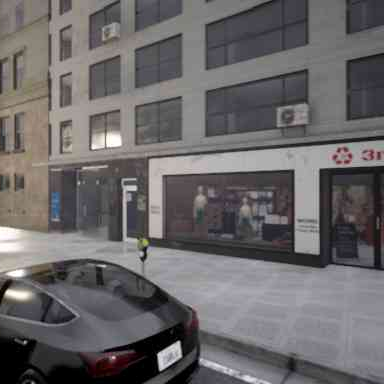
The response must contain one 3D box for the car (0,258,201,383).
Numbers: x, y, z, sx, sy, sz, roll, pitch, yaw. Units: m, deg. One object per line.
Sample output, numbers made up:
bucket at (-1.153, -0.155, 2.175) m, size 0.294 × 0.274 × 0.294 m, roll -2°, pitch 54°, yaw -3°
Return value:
car at (-1.895, 1.564, 4.325) m, size 4.313 × 1.339 × 1.947 m, roll 0°, pitch 0°, yaw 36°
